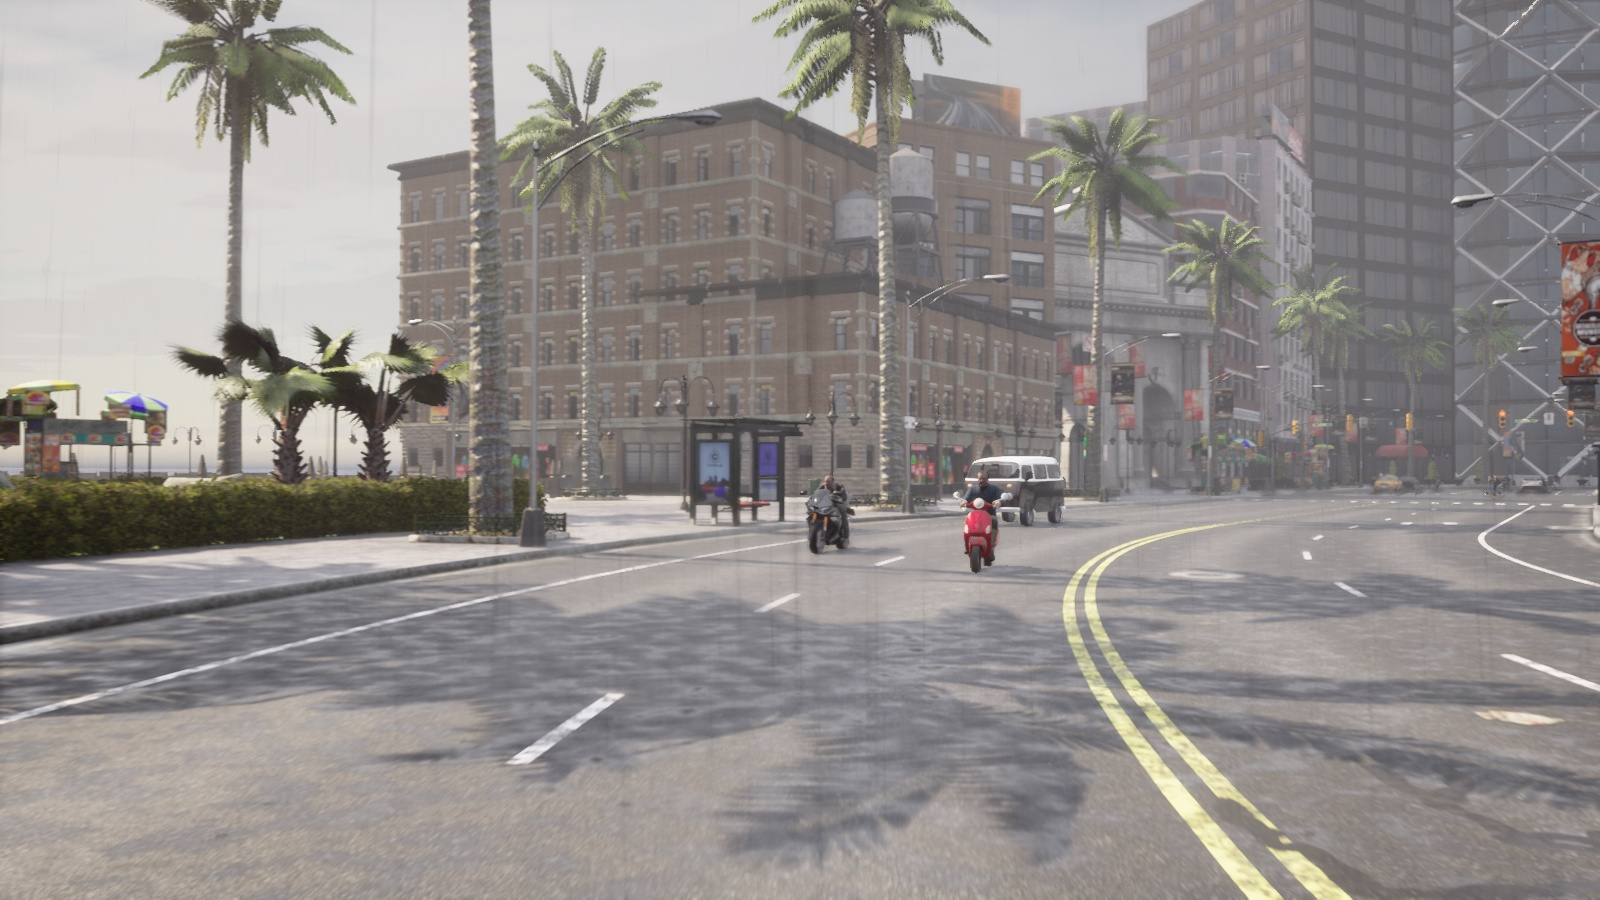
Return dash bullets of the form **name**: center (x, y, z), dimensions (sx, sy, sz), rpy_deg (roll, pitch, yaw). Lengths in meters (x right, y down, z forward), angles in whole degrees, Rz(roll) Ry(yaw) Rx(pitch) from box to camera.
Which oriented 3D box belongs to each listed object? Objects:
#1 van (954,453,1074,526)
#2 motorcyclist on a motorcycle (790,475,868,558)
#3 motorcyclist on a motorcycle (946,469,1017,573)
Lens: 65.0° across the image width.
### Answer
- **van**: center (6.447, 1.141, 37.427), dimensions (2.069, 2.038, 4.480), rpy_deg (-1, -1, 30)
- **motorcyclist on a motorcycle**: center (0.595, 1.256, 24.418), dimensions (0.866, 1.530, 2.191), rpy_deg (0, -1, 19)
- **motorcyclist on a motorcycle**: center (2.923, 1.094, 20.087), dimensions (0.866, 1.590, 1.817), rpy_deg (0, -1, 16)
